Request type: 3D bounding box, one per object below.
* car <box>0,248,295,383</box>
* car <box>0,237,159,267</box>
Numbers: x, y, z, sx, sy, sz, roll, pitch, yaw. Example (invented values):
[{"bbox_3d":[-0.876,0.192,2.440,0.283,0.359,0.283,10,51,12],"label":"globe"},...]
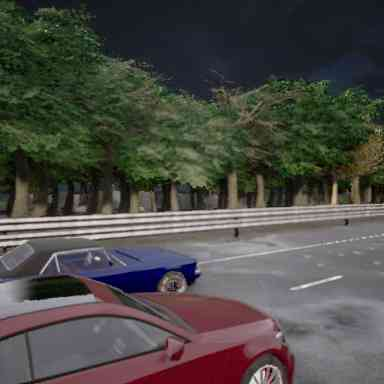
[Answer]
[{"bbox_3d":[-1.098,1.526,2.968,4.674,1.442,1.812,0,0,-36],"label":"car"},{"bbox_3d":[-2.135,1.575,6.531,4.718,1.301,1.895,1,0,-36],"label":"car"}]
